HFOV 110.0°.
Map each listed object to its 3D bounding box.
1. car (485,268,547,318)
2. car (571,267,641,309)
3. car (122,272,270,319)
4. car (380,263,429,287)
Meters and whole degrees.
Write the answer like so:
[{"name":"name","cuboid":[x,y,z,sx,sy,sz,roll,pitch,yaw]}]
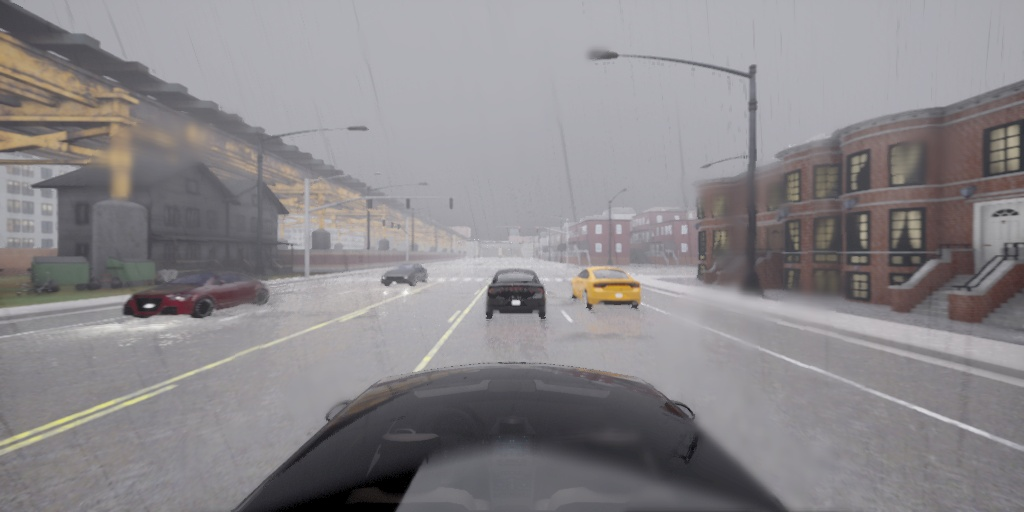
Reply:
[{"name":"car","cuboid":[0.123,1.179,12.805,1.882,1.535,5.008,0,0,0]},{"name":"car","cuboid":[3.626,1.172,14.623,1.882,1.535,5.008,0,0,0]},{"name":"car","cuboid":[-10.565,1.258,12.429,1.994,1.385,4.181,0,0,0]},{"name":"car","cuboid":[-6.961,1.193,23.927,2.033,1.411,5.357,0,0,1]}]
